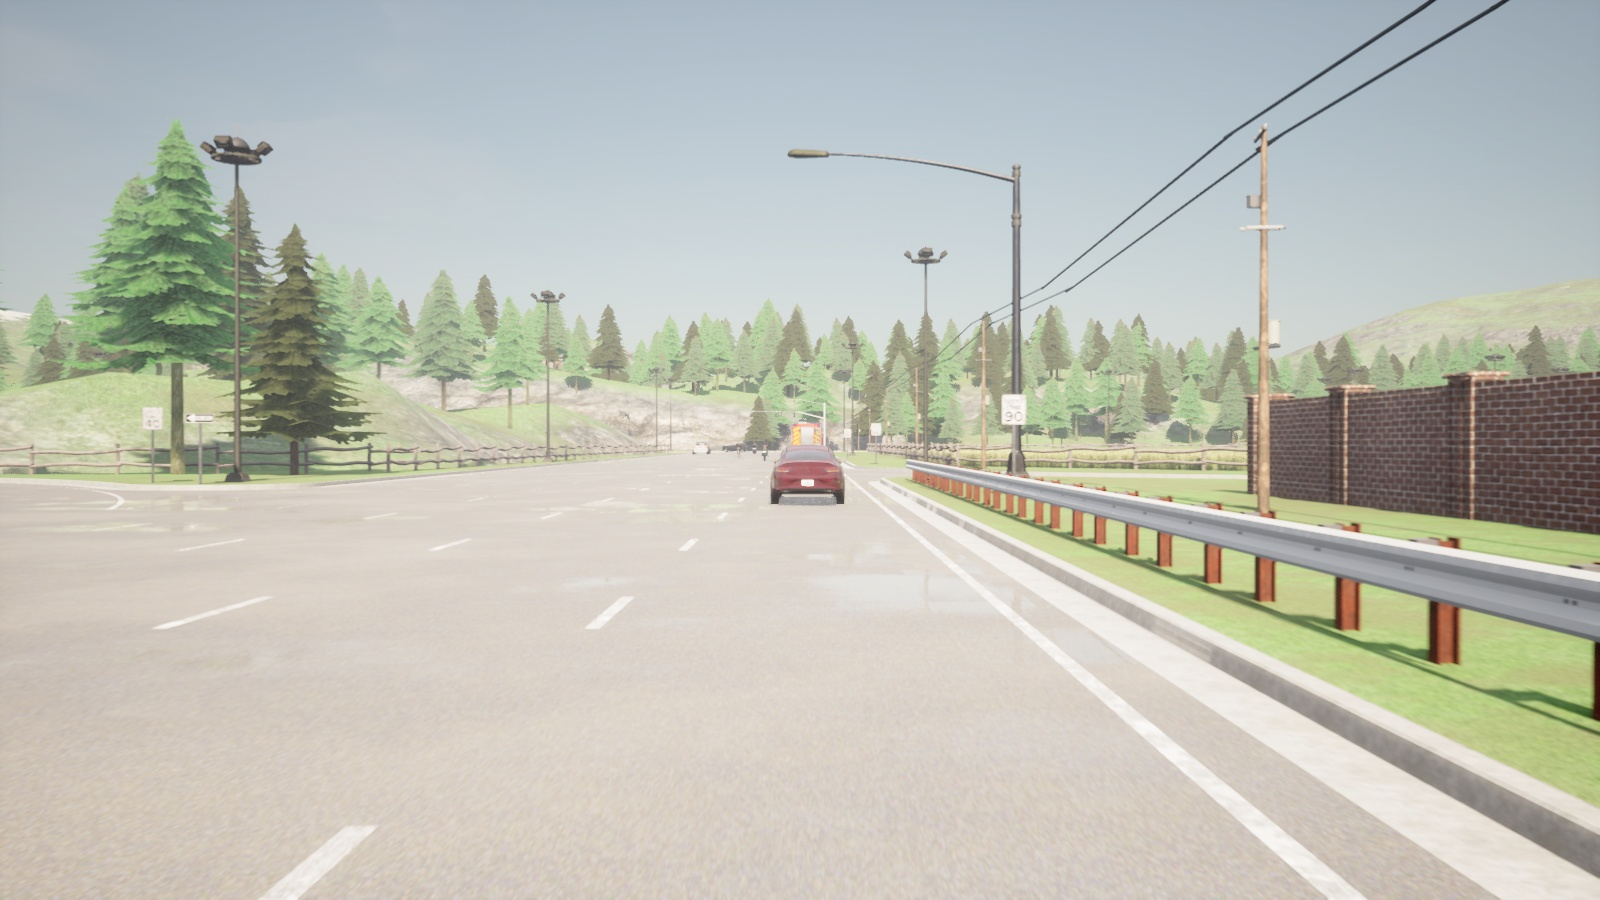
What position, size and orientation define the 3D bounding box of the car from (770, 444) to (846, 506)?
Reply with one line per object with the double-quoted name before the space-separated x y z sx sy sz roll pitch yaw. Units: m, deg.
"car" 0.197 0.590 32.253 1.812 1.442 4.674 0 1 0
